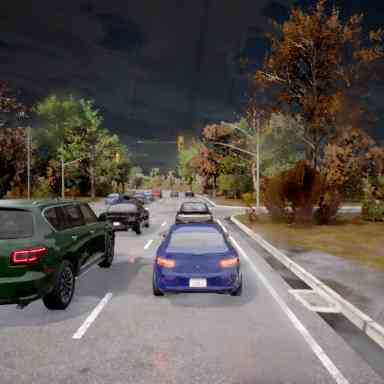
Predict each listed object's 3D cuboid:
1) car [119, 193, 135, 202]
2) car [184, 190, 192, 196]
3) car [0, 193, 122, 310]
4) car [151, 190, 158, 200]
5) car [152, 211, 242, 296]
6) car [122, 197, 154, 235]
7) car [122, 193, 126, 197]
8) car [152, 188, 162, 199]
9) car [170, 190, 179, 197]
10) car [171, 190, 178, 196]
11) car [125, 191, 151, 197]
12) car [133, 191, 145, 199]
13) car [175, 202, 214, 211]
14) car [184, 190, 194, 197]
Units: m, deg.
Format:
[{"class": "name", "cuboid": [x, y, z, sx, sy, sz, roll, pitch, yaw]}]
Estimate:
[{"class": "car", "cuboid": [-10.641, 0.824, 54.731, 1.895, 1.301, 4.718, 0, 1, 0]}, {"class": "car", "cuboid": [-0.993, 0.193, 86.076, 1.812, 1.442, 4.674, 0, 1, -3]}, {"class": "car", "cuboid": [-3.392, 1.135, 7.757, 2.150, 2.045, 5.566, 0, 1, 0]}, {"class": "car", "cuboid": [-7.135, 0.762, 53.795, 1.812, 1.442, 4.674, 0, 1, 0]}, {"class": "car", "cuboid": [0.106, 1.431, 8.273, 1.812, 1.442, 4.674, 0, 1, 0]}, {"class": "car", "cuboid": [-3.390, 1.249, 17.417, 1.882, 1.535, 5.008, 0, 1, 0]}, {"class": "car", "cuboid": [-10.587, 0.882, 45.623, 1.812, 1.442, 4.674, 0, 1, 0]}, {"class": "car", "cuboid": [-7.274, 0.248, 67.873, 2.150, 2.045, 5.566, 0, 1, -1]}, {"class": "car", "cuboid": [-4.007, 0.430, 75.836, 2.128, 1.511, 4.902, 0, 1, -2]}, {"class": "car", "cuboid": [-4.487, 0.197, 85.879, 1.812, 1.442, 4.674, 0, 1, -3]}, {"class": "car", "cuboid": [-7.054, 0.923, 44.337, 2.033, 1.411, 5.357, 0, 1, -1]}, {"class": "car", "cuboid": [-10.768, 0.560, 67.578, 1.812, 1.442, 4.674, 0, 1, -1]}, {"class": "car", "cuboid": [0.111, 1.261, 17.526, 2.128, 1.511, 4.902, 0, 1, 0]}, {"class": "car", "cuboid": [-0.508, 0.389, 75.932, 1.882, 1.535, 5.008, 0, 1, -2]}]
